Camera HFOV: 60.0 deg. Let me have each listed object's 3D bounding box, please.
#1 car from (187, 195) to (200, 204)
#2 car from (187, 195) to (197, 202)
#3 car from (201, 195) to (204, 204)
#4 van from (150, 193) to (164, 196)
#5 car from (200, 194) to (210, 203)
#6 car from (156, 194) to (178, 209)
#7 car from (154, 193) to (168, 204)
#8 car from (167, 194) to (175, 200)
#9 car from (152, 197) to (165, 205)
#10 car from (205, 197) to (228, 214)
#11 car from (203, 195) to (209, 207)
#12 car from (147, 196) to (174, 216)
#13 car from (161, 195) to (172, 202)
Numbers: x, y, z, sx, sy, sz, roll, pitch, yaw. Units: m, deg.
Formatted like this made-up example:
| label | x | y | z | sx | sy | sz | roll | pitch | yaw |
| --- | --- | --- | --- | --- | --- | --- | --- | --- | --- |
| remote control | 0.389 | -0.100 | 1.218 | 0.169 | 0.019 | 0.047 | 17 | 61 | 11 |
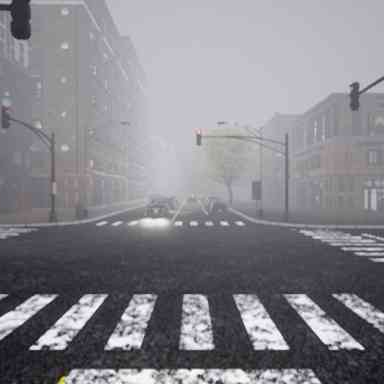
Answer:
| label | x | y | z | sx | sy | sz | roll | pitch | yaw |
| --- | --- | --- | --- | --- | --- | --- | --- | --- | --- |
| car | -0.001 | 1.454 | 61.188 | 1.994 | 1.385 | 4.181 | 0 | 0 | 0 |
| car | -0.002 | 1.336 | 71.194 | 2.033 | 1.411 | 5.357 | 0 | 0 | 0 |
| car | 2.687 | 1.347 | 45.398 | 1.967 | 1.590 | 4.097 | 0 | 0 | 0 |
| van | -5.694 | 1.241 | 51.097 | 1.690 | 1.788 | 3.998 | 0 | 0 | 0 |
| car | 2.686 | 1.326 | 68.186 | 1.967 | 1.590 | 4.097 | 0 | 0 | 0 |
| car | -3.095 | 1.390 | 41.587 | 1.882 | 1.535 | 5.008 | 0 | 0 | 0 |
| car | -5.694 | 1.204 | 62.490 | 2.192 | 1.841 | 5.009 | 0 | 0 | 0 |
| car | -5.696 | 1.406 | 90.805 | 1.752 | 1.417 | 4.829 | 0 | 0 | 0 |
| car | -5.694 | 1.476 | 56.794 | 1.802 | 1.307 | 4.206 | 0 | 0 | 0 |
| car | 2.688 | 1.475 | 34.005 | 2.008 | 1.369 | 4.403 | 0 | 0 | 0 |
| car | 2.688 | 1.356 | 39.702 | 1.967 | 1.590 | 4.097 | 0 | 0 | 0 |
| car | -3.102 | 1.420 | 31.215 | 2.128 | 1.511 | 4.902 | 0 | 0 | 0 |
| car | -5.694 | 1.434 | 73.884 | 2.008 | 1.369 | 4.403 | 0 | 0 | 0 |
